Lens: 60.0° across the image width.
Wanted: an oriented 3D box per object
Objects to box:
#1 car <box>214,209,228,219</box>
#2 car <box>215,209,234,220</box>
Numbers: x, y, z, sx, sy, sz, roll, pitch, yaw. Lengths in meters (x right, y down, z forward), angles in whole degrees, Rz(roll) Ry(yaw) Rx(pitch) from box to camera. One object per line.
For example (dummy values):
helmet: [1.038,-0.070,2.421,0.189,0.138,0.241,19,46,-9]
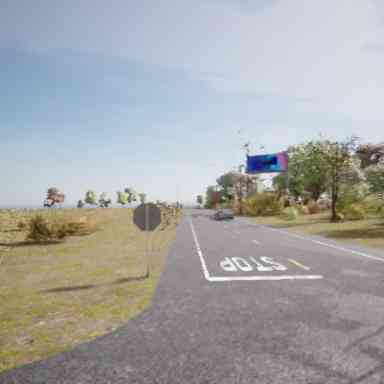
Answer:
car: [4.893,3.684,56.312,1.837,1.490,4.892,-1,-2,-1]
car: [5.059,3.440,49.182,2.033,1.411,5.357,-1,-2,0]
